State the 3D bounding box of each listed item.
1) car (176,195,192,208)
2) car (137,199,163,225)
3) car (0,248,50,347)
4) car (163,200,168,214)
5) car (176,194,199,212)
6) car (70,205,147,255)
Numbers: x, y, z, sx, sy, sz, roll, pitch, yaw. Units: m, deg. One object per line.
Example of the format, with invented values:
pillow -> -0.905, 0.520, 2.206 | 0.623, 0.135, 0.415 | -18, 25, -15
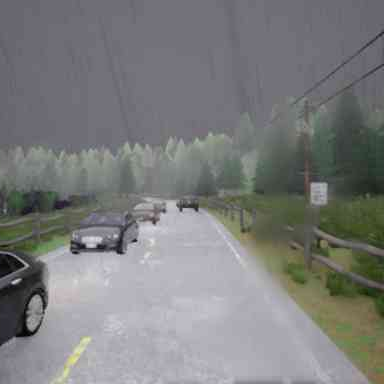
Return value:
car -> -1.289, 1.323, 49.612 | 2.097, 1.767, 4.553 | 0, 0, -6
car -> -3.351, 1.512, 24.073 | 1.812, 1.442, 4.674 | 0, 0, -1
car -> -3.391, 1.503, 3.850 | 1.837, 1.490, 4.892 | 0, 0, 1
car -> -3.614, 1.506, 34.877 | 1.812, 1.442, 4.674 | 0, 0, -2
car -> -0.432, 1.200, 38.572 | 2.150, 2.045, 5.566 | 0, 0, -3
car -> -3.306, 1.483, 13.362 | 2.128, 1.511, 4.902 | 0, 0, 0
